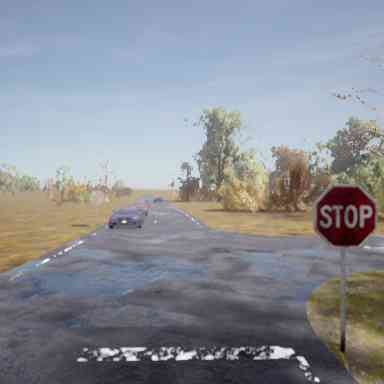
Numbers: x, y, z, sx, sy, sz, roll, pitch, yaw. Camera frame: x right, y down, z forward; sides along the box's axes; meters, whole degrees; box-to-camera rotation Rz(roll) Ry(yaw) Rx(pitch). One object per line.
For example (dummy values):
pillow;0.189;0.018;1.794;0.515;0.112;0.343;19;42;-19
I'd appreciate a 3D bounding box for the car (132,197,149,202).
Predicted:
car;-5.101;1.509;31.831;1.812;1.442;4.674;0;0;-7

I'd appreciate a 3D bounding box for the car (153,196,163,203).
car;-7.008;1.484;69.364;1.812;1.442;4.674;0;0;-8

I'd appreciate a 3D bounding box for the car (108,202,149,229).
car;-4.084;1.553;21.383;1.994;1.385;4.181;0;0;-4

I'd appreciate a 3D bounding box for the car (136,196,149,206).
car;-8.268;1.460;55.651;2.128;1.511;4.902;0;0;-7
